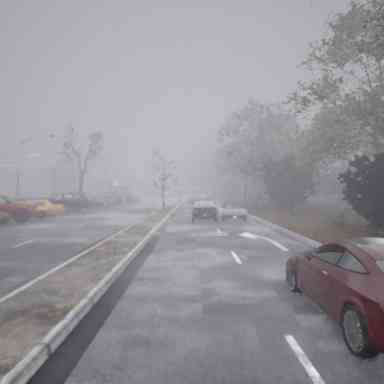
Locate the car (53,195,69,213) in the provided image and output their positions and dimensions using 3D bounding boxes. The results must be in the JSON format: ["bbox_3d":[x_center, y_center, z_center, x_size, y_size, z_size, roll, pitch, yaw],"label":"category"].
[{"bbox_3d":[-13.984,1.383,29.295,5.366,1.575,1.946,-1,0,-20],"label":"car"}]

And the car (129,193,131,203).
[{"bbox_3d":[-13.775,1.438,59.373,4.674,1.452,2.002,-1,0,-20],"label":"car"}]

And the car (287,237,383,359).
[{"bbox_3d":[3.101,1.523,5.839,1.812,1.442,4.674,0,0,0],"label":"car"}]

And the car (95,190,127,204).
[{"bbox_3d":[-13.824,1.132,53.357,5.566,2.045,2.435,-1,0,-20],"label":"car"}]

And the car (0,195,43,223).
[{"bbox_3d":[-13.794,1.156,23.376,5.566,2.045,2.435,-1,0,-20],"label":"car"}]

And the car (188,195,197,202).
[{"bbox_3d":[0.179,1.366,74.203,2.033,1.411,5.357,0,0,1],"label":"car"}]

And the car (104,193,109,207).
[{"bbox_3d":[-13.835,1.242,44.359,4.553,1.767,2.185,-1,0,-20],"label":"car"}]

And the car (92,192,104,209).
[{"bbox_3d":[-13.774,1.239,41.373,4.553,1.767,2.185,-1,0,-20],"label":"car"}]

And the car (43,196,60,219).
[{"bbox_3d":[-13.638,1.388,26.429,5.366,1.575,1.946,-1,0,-20],"label":"car"}]

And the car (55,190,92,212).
[{"bbox_3d":[-13.835,1.118,35.346,5.566,2.045,2.435,-1,0,-20],"label":"car"}]

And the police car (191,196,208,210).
[{"bbox_3d":[0.900,1.300,41.202,1.930,1.638,5.238,0,0,0],"label":"police car"}]

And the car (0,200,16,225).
[{"bbox_3d":[-13.790,1.451,20.374,4.792,1.488,2.163,-1,0,-20],"label":"car"}]

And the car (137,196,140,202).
[{"bbox_3d":[-13.724,1.162,65.407,5.566,2.045,2.435,-1,0,-20],"label":"car"}]

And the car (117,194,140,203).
[{"bbox_3d":[-13.634,1.303,71.421,4.553,1.767,2.185,-1,0,-19],"label":"car"}]

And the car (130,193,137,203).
[{"bbox_3d":[-13.796,1.155,62.370,5.566,2.045,2.435,-1,0,-20],"label":"car"}]

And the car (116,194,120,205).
[{"bbox_3d":[-13.823,1.406,50.353,4.792,1.488,2.163,-1,0,-20],"label":"car"}]

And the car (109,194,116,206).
[{"bbox_3d":[-13.807,1.373,47.369,4.892,1.521,2.231,-1,0,-20],"label":"car"}]

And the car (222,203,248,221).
[{"bbox_3d":[3.100,1.504,26.267,1.895,1.301,4.718,0,0,0],"label":"car"}]

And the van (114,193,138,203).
[{"bbox_3d":[-13.608,1.194,68.443,4.442,1.987,1.878,-1,0,-19],"label":"van"}]

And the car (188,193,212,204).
[{"bbox_3d":[0.899,1.230,35.058,2.097,1.767,4.553,0,0,0],"label":"car"}]

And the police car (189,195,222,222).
[{"bbox_3d":[0.900,1.333,25.190,1.930,1.638,5.238,0,0,0],"label":"police car"}]

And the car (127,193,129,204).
[{"bbox_3d":[-13.964,1.390,56.306,5.366,1.575,1.946,-1,0,-20],"label":"car"}]
